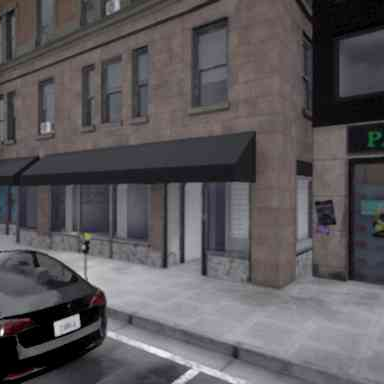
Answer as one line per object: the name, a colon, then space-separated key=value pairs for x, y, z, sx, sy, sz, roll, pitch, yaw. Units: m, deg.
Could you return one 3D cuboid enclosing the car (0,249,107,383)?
car: x=-3.123 y=1.559 z=5.022 sx=4.313 sy=1.339 sz=1.947 roll=0 pitch=0 yaw=35
